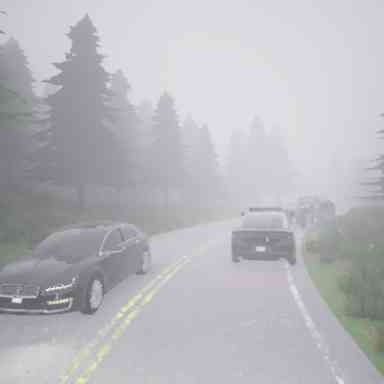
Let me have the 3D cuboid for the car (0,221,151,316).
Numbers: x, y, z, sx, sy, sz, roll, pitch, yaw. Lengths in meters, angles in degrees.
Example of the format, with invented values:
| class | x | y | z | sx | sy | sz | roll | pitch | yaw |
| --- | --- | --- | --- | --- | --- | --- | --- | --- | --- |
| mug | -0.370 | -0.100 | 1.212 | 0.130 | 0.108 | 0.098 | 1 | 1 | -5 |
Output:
| class | x | y | z | sx | sy | sz | roll | pitch | yaw |
| --- | --- | --- | --- | --- | --- | --- | --- | --- | --- |
| car | -2.404 | 1.508 | 7.791 | 1.837 | 1.490 | 4.892 | -1 | 0 | 11 |

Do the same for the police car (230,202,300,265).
| class | x | y | z | sx | sy | sz | roll | pitch | yaw |
| --- | --- | --- | --- | --- | --- | --- | --- | --- | --- |
| police car | 2.586 | 1.329 | 11.597 | 1.930 | 1.638 | 5.238 | -1 | 0 | 16 |

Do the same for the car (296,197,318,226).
| class | x | y | z | sx | sy | sz | roll | pitch | yaw |
| --- | --- | --- | --- | --- | --- | --- | --- | --- | --- |
| car | 6.159 | 1.303 | 20.221 | 1.812 | 1.442 | 4.674 | -3 | 0 | 29 |

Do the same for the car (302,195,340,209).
| class | x | y | z | sx | sy | sz | roll | pitch | yaw |
| --- | --- | --- | --- | --- | --- | --- | --- | --- | --- |
| car | 9.194 | 1.014 | 24.975 | 2.097 | 1.767 | 4.553 | -4 | -1 | 37 |

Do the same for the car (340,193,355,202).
| class | x | y | z | sx | sy | sz | roll | pitch | yaw |
| --- | --- | --- | --- | --- | --- | --- | --- | --- | --- |
| car | 26.375 | 0.993 | 57.134 | 1.812 | 1.442 | 4.674 | 0 | -3 | -2 |

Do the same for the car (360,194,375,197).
| class | x | y | z | sx | sy | sz | roll | pitch | yaw |
| --- | --- | --- | --- | --- | --- | --- | --- | --- | --- |
| car | 22.912 | 0.750 | 43.314 | 1.837 | 1.490 | 4.892 | -2 | -1 | 23 |
